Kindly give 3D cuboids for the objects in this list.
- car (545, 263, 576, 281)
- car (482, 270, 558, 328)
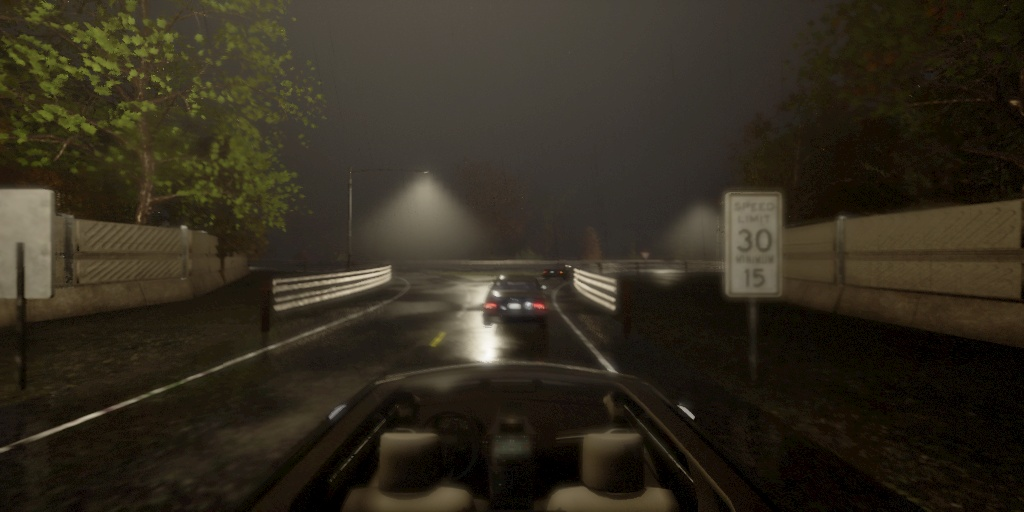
[{"bbox_3d":[4.356,1.354,31.364,2.033,1.411,5.357,0,0,25],"label":"car"},{"bbox_3d":[0.159,1.316,11.496,2.033,1.411,5.357,0,0,2],"label":"car"}]
